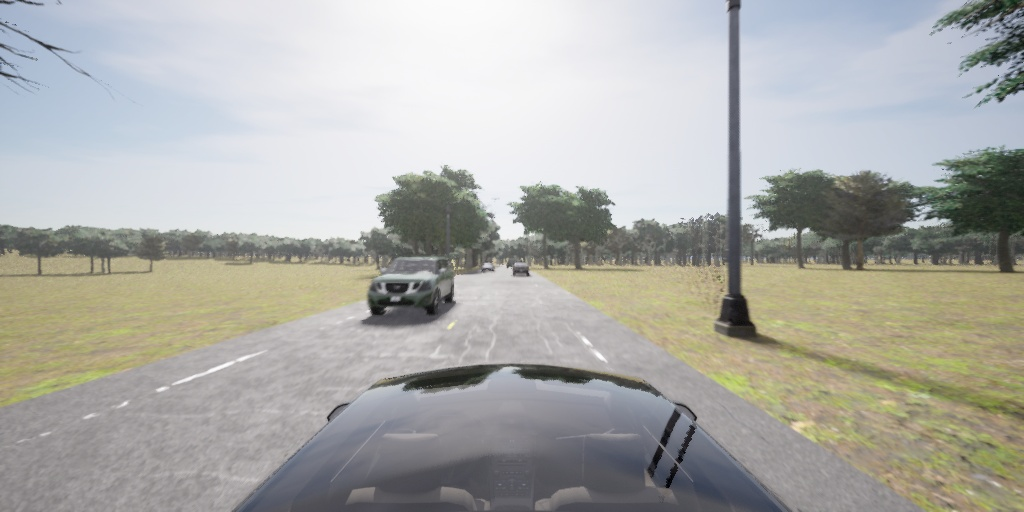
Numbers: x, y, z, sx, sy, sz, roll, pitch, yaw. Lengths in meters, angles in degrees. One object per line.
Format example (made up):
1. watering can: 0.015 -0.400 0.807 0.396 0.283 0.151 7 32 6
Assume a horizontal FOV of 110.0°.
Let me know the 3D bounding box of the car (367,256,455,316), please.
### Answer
1. car: -3.599 1.008 13.872 2.150 2.045 5.566 0 -1 0

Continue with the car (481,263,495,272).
1. car: -3.560 1.712 54.103 2.033 1.411 5.357 0 -1 1

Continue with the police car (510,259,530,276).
1. police car: 1.031 1.454 41.941 1.930 1.638 5.238 0 -1 0
